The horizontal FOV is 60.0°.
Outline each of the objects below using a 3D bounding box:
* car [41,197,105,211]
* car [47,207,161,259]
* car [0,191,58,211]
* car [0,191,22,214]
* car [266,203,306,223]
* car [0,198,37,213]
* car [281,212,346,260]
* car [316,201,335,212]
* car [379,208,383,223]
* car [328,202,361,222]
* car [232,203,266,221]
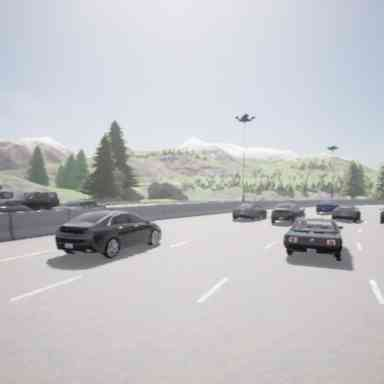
[{"bbox_3d":[-8.692,1.356,25.542,1.837,1.490,4.892,1,0,27],"label":"car"},{"bbox_3d":[-2.897,1.453,12.629,1.837,1.490,4.892,1,0,23],"label":"car"},{"bbox_3d":[-14.430,0.975,29.739,2.150,2.045,5.566,1,0,27],"label":"car"},{"bbox_3d":[-18.412,0.907,29.594,2.150,2.045,5.566,1,0,26],"label":"car"},{"bbox_3d":[7.525,1.636,25.758,1.837,1.490,4.892,1,0,29],"label":"car"},{"bbox_3d":[-13.585,1.331,23.450,1.994,1.385,4.181,1,0,25],"label":"car"},{"bbox_3d":[4.913,1.683,13.104,1.895,1.301,4.718,1,0,24],"label":"car"},{"bbox_3d":[16.065,1.758,38.922,1.882,1.535,5.008,1,0,36],"label":"car"},{"bbox_3d":[16.641,1.792,27.407,1.837,1.490,4.892,1,0,32],"label":"car"},{"bbox_3d":[13.471,1.797,28.908,1.994,1.385,4.181,1,0,32],"label":"car"},{"bbox_3d":[5.013,1.652,28.431,1.994,1.385,4.181,1,0,30],"label":"car"}]
